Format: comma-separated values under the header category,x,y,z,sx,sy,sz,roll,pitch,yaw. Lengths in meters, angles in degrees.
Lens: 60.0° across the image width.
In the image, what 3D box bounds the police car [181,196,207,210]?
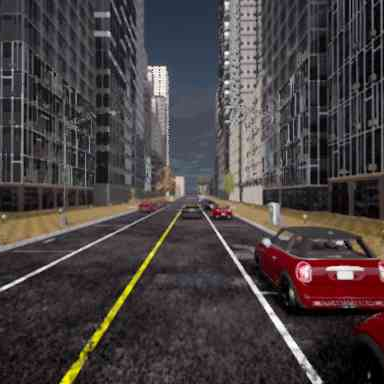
category,x,y,z,sx,sy,sz,roll,pitch,yaw
police car,-0.018,1.331,30.207,2.038,1.542,4.974,0,0,0

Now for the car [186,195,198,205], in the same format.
category,x,y,z,sx,sy,sz,roll,pitch,yaw
car,-0.038,1.457,61.272,2.033,1.649,4.856,0,0,0

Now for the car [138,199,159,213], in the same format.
category,x,y,z,sx,sy,sz,roll,pitch,yaw
car,-5.714,1.817,41.927,1.887,1.381,4.507,0,0,0

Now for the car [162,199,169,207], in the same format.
category,x,y,z,sx,sy,sz,roll,pitch,yaw
car,-5.725,1.914,59.006,1.887,1.381,4.507,0,0,0

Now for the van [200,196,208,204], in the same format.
category,x,y,z,sx,sy,sz,roll,pitch,yaw
van,2.646,1.802,76.082,1.690,1.788,3.998,0,0,0

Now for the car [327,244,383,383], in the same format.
category,x,y,z,sx,sy,sz,roll,pitch,yaw
car,2.691,1.456,2.081,1.967,1.590,4.097,0,0,0

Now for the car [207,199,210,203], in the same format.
category,x,y,z,sx,sy,sz,roll,pitch,yaw
car,2.663,1.871,47.618,1.947,1.339,4.313,0,0,0

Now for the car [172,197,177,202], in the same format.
category,x,y,z,sx,sy,sz,roll,pitch,yaw
car,-3.049,1.913,78.649,1.994,1.385,4.181,0,0,0

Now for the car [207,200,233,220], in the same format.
category,x,y,z,sx,sy,sz,roll,pitch,yaw
car,2.673,1.749,30.542,1.887,1.381,4.507,0,0,0

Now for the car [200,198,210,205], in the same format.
category,x,y,z,sx,sy,sz,roll,pitch,yaw
car,2.649,1.997,70.387,1.947,1.339,4.313,0,0,0

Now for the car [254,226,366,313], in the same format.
category,x,y,z,sx,sy,sz,roll,pitch,yaw
car,2.687,1.495,7.773,1.967,1.590,4.097,0,0,0

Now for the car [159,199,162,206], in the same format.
category,x,y,z,sx,sy,sz,roll,pitch,yaw
car,-5.718,1.887,47.621,1.802,1.307,4.206,0,0,0

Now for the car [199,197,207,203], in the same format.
category,x,y,z,sx,sy,sz,roll,pitch,yaw
car,2.642,1.929,81.772,1.967,1.590,4.097,0,0,0

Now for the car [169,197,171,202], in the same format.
category,x,y,z,sx,sy,sz,roll,pitch,yaw
car,-5.729,1.966,64.698,1.947,1.339,4.313,0,0,0
